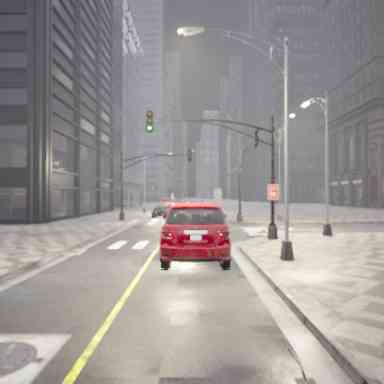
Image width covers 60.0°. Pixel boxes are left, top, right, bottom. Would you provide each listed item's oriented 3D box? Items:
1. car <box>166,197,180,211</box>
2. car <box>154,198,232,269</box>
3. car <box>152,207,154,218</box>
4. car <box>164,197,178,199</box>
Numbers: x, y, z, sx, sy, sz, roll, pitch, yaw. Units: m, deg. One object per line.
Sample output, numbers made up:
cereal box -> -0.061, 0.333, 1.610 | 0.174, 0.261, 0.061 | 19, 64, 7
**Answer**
car -> -3.091, 1.961, 56.504 | 2.150, 2.045, 5.566 | 0, 1, -1
car -> 0.101, 1.380, 11.832 | 2.150, 2.045, 5.566 | 0, -1, 0
car -> -3.096, 2.030, 35.332 | 1.994, 1.385, 4.181 | 0, -1, 0
car -> -3.096, 1.826, 45.709 | 2.150, 2.045, 5.566 | 0, -1, -1
